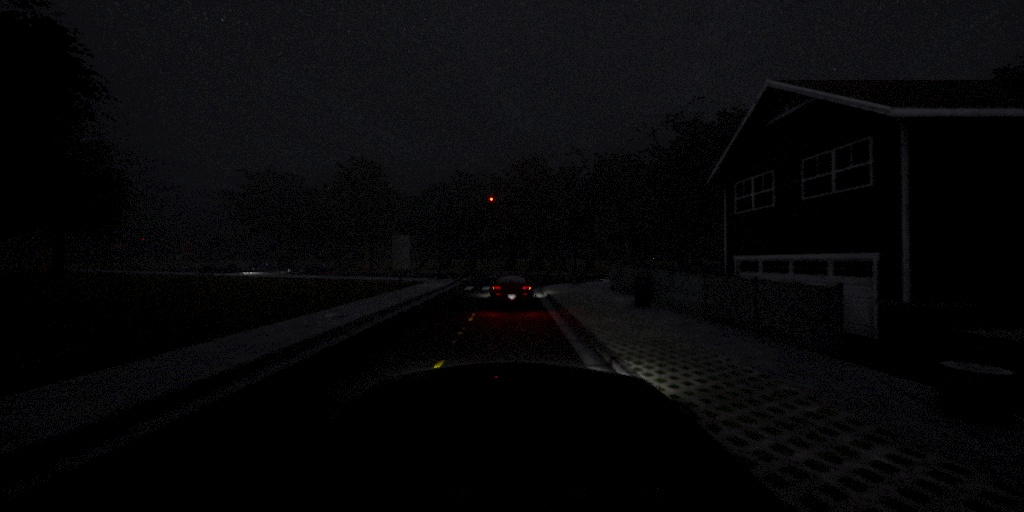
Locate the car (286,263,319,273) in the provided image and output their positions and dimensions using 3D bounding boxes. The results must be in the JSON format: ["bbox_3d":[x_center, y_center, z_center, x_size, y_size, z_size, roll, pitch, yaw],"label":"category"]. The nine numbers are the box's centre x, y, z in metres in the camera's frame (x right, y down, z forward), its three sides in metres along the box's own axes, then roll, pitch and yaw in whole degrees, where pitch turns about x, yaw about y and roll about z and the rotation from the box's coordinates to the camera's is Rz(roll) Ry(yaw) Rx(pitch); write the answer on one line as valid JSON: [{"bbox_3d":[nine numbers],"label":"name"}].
[{"bbox_3d":[-31.880,1.849,53.983,4.181,1.385,1.994,0,-1,23],"label":"car"}]

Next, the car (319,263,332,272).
[{"bbox_3d":[-30.672,1.850,57.002,4.674,1.442,1.812,0,-1,23],"label":"car"}]

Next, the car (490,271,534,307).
[{"bbox_3d":[-0.005,1.414,16.218,1.812,1.442,4.674,0,0,0],"label":"car"}]
